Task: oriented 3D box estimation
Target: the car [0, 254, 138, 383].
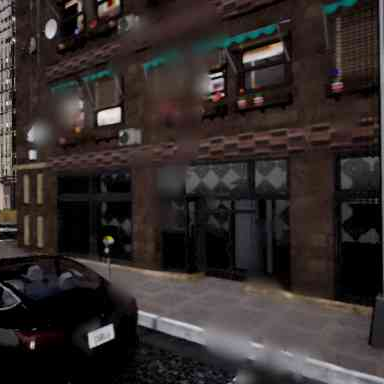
[{"bbox_3d":[-2.663,1.588,4.780,4.313,1.339,1.947,0,-1,35],"label":"car"}]
